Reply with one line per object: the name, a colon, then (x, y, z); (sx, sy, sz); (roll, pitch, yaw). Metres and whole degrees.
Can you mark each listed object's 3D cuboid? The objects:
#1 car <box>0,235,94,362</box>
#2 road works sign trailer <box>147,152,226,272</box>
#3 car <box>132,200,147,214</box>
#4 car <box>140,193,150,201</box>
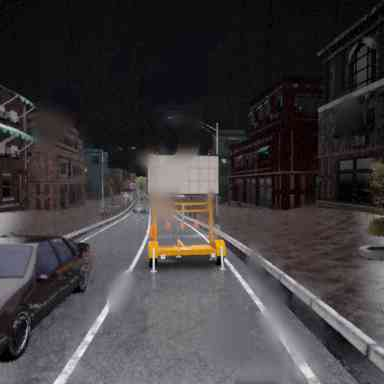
car: (-3.278, 1.554, 6.134); (2.033, 1.411, 5.357); (0, 0, -2)
road works sign trailer: (-0.301, 0.497, 10.956); (2.380, 3.560, 2.880); (0, -1, -9)
car: (-7.812, 2.430, 49.401); (2.128, 1.511, 4.902); (0, 0, -7)
car: (-12.683, 1.383, 89.850); (2.150, 2.045, 5.566); (0, 2, -7)
